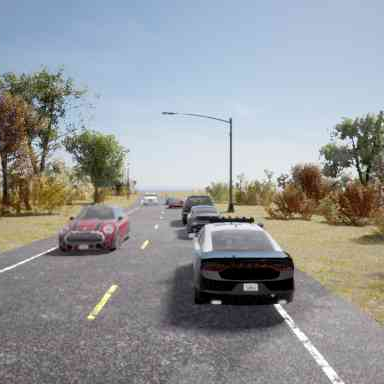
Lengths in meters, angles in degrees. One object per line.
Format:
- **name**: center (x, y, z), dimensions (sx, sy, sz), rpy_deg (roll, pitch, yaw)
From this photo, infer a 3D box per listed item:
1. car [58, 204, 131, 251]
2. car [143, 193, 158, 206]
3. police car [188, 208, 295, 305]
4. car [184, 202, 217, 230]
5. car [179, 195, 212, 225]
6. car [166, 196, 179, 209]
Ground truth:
- **car**: center (-3.886, 1.349, 13.953), dimensions (2.097, 1.767, 4.553), rpy_deg (0, 0, -2)
- **car**: center (-6.747, 1.193, 54.467), dimensions (2.150, 2.045, 5.566), rpy_deg (0, 0, -7)
- **police car**: center (0.953, 1.424, 8.275), dimensions (1.930, 1.638, 5.238), rpy_deg (0, 0, -1)
- **car**: center (0.651, 1.500, 18.215), dimensions (1.837, 1.490, 4.892), rpy_deg (0, 0, -2)
- **car**: center (0.367, 1.212, 24.273), dimensions (2.150, 2.045, 5.566), rpy_deg (0, 0, -3)
- **car**: center (-2.205, 1.543, 45.527), dimensions (1.994, 1.385, 4.181), rpy_deg (0, 0, -5)
